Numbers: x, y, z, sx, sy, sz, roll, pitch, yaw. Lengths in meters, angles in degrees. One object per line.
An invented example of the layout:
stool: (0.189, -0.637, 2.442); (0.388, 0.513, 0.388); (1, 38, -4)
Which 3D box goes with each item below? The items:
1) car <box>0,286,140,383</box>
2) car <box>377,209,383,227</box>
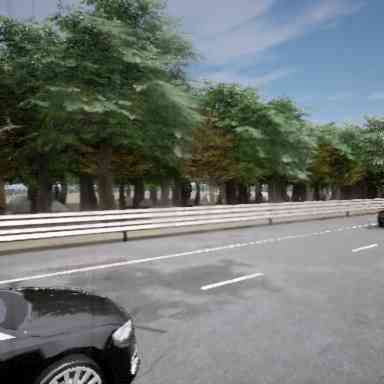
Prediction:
car: (-2.795, 1.479, 2.723); (4.902, 1.511, 2.128); (0, 0, -39)
car: (12.731, 1.368, 19.875); (4.674, 1.442, 1.812); (0, 0, -39)
